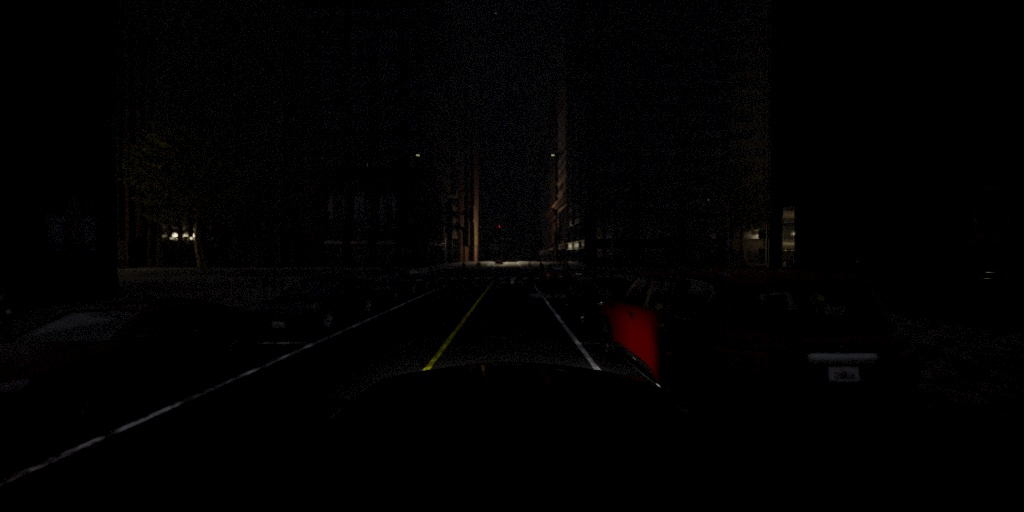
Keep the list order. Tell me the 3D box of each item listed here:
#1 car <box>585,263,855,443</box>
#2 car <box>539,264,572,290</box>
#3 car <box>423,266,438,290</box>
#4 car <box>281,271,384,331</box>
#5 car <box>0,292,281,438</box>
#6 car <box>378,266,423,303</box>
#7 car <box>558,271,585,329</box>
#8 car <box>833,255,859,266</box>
[{"bbox_3d":[2.764,1.063,5.368,2.192,1.841,5.009,0,0,0],"label":"car"},{"bbox_3d":[2.770,1.184,22.277,1.967,1.591,4.097,0,0,0],"label":"car"},{"bbox_3d":[-5.755,1.295,22.278,2.007,1.370,4.403,0,0,0],"label":"car"},{"bbox_3d":[-5.759,1.313,11.005,1.948,1.339,4.313,0,0,0],"label":"car"},{"bbox_3d":[-5.761,1.331,5.369,1.802,1.307,4.207,0,0,0],"label":"car"},{"bbox_3d":[-5.757,1.311,16.641,1.948,1.339,4.313,0,0,0],"label":"car"},{"bbox_3d":[2.766,1.312,11.004,1.948,1.339,4.313,0,0,0],"label":"car"},{"bbox_3d":[39.083,0.861,43.881,5.566,2.045,2.150,0,0,0],"label":"car"}]
